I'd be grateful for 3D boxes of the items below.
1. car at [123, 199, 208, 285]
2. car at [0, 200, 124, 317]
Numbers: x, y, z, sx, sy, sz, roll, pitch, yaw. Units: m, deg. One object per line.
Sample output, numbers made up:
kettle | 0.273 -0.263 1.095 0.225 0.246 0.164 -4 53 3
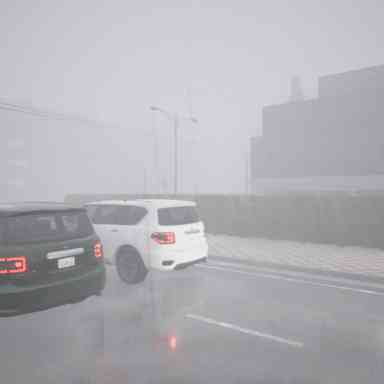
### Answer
car | -2.164 1.222 9.786 5.566 2.045 2.150 0 0 36
car | -4.184 1.222 6.928 5.566 2.045 2.150 0 0 36
